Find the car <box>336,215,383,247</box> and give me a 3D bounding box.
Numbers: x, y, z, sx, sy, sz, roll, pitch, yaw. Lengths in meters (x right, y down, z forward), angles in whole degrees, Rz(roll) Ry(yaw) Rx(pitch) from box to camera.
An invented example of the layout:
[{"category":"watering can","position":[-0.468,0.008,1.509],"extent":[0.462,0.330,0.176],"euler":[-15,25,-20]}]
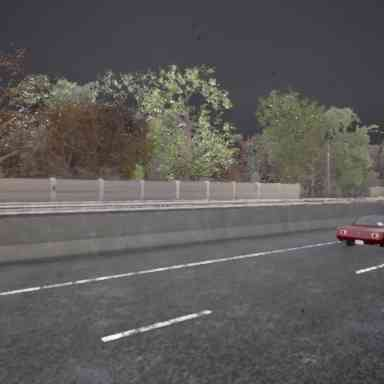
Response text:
[{"category":"car","position":[8.127,1.613,13.836],"extent":[4.718,1.301,1.895],"euler":[0,0,-36]}]
